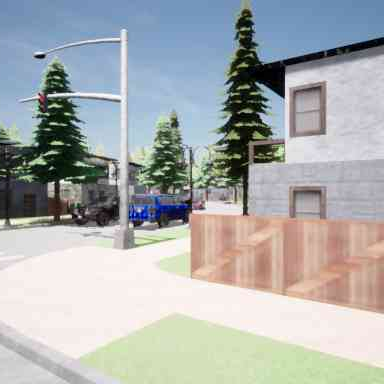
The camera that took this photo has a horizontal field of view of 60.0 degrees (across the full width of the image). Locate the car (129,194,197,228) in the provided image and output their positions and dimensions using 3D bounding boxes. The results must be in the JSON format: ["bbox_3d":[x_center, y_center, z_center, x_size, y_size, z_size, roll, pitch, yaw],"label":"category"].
[{"bbox_3d":[-1.962,1.201,22.091,2.150,2.045,5.566,0,0,26],"label":"car"}]

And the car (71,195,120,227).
[{"bbox_3d":[-5.684,1.201,23.106,2.150,2.045,5.566,0,0,27],"label":"car"}]

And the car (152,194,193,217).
[{"bbox_3d":[-1.799,1.200,32.486,2.150,2.045,5.566,0,0,18],"label":"car"}]

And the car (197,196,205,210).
[{"bbox_3d":[0.448,1.331,42.087,2.097,1.767,4.553,0,0,9],"label":"car"}]
